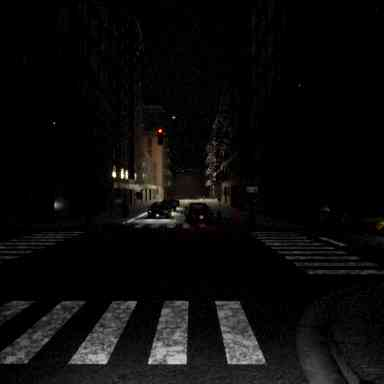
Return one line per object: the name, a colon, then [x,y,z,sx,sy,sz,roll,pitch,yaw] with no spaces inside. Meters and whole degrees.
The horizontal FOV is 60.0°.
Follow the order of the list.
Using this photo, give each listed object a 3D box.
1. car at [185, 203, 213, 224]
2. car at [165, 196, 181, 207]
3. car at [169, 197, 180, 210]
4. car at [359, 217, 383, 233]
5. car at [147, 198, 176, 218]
car: [0.469,1.521,24.930,1.812,1.442,4.674,0,0,-4]
car: [-2.835,1.473,50.933,2.128,1.511,4.902,0,0,0]
car: [-2.835,1.481,40.494,2.128,1.511,4.902,0,0,0]
car: [11.636,1.554,17.902,4.829,1.417,1.752,0,0,0]
car: [-2.841,1.541,30.207,2.033,1.411,5.357,0,0,0]
